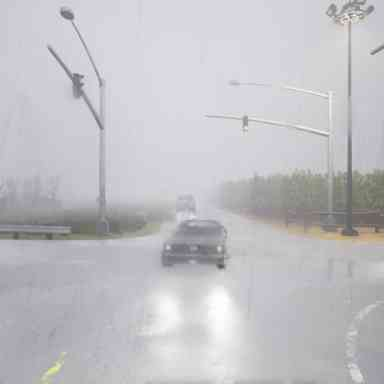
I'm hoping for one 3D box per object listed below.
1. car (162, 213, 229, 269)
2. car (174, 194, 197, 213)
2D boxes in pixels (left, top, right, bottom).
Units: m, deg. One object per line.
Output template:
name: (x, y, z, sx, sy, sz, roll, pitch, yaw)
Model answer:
car: (0.283, 1.649, 11.456, 1.895, 1.301, 4.718, 0, 0, 6)
car: (-0.717, 1.264, 36.685, 2.150, 2.045, 5.566, 0, 2, -3)
